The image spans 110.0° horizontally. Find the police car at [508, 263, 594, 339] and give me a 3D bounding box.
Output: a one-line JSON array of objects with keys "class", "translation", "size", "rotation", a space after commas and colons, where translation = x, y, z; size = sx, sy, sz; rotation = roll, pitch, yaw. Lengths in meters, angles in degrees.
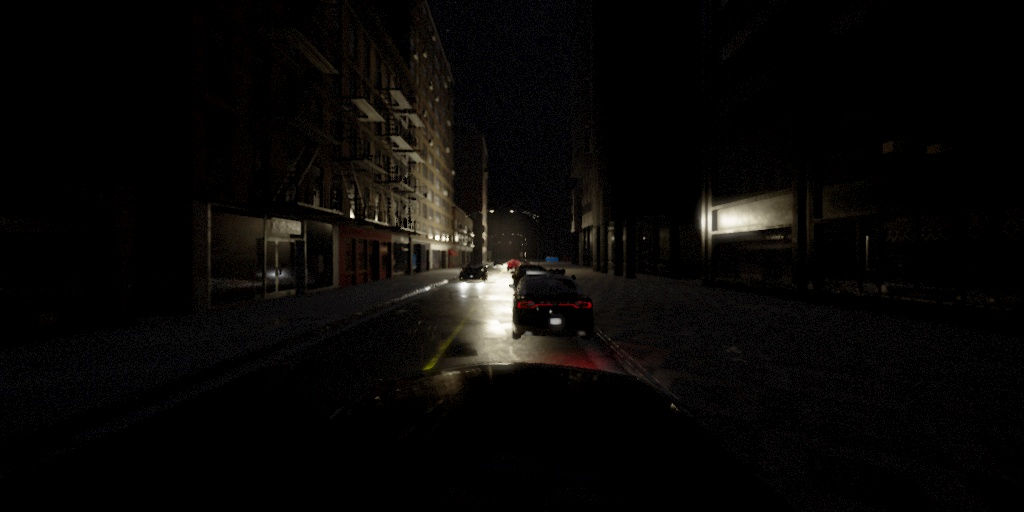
[{"class": "police car", "translation": [0.937, 1.169, 10.149], "size": [1.930, 1.638, 5.238], "rotation": [0, 0, 0]}]

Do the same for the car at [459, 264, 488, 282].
[{"class": "car", "translation": [-2.971, 1.300, 28.347], "size": [1.994, 1.385, 4.181], "rotation": [0, 0, 0]}]

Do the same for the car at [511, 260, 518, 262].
[{"class": "car", "translation": [1.017, 1.192, 26.229], "size": [1.801, 1.575, 5.366], "rotation": [0, 0, 0]}]

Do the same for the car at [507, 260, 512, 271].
[{"class": "car", "translation": [0.254, 1.269, 47.812], "size": [1.812, 1.442, 4.674], "rotation": [0, 0, 1]}]

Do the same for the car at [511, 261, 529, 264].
[{"class": "car", "translation": [0.986, 1.243, 20.039], "size": [1.837, 1.490, 4.892], "rotation": [0, 0, 0]}]
